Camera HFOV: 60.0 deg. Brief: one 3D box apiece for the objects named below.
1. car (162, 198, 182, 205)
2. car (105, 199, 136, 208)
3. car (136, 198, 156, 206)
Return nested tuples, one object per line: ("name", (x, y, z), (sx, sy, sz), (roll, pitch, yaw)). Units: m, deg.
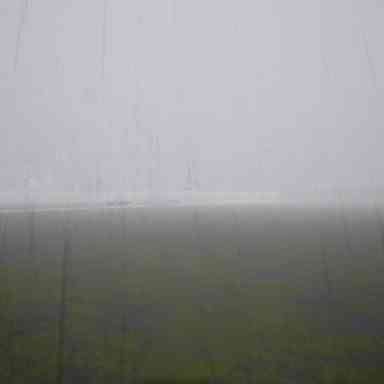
("car", (-4.110, 1.952, 69.186), (1.895, 1.301, 4.718), (-1, -1, 37))
("car", (-12.719, 1.869, 57.614), (1.882, 1.535, 5.008), (-1, 0, 37))
("car", (-9.320, 1.997, 66.793), (2.128, 1.511, 4.902), (-1, -1, 37))
